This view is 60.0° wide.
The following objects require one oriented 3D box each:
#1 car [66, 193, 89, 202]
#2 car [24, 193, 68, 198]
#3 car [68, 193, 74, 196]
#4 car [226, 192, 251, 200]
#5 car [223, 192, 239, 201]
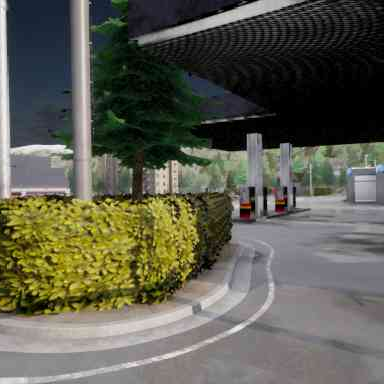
[{"bbox_3d":[-22.897,1.103,66.486,4.605,1.855,1.932,-1,1,35],"label":"car"},{"bbox_3d":[-14.773,1.183,33.589,3.866,1.878,1.905,-1,1,35],"label":"car"},{"bbox_3d":[-24.243,1.124,63.877,3.866,1.878,1.905,-1,1,35],"label":"car"},{"bbox_3d":[9.206,0.812,66.502,4.514,1.523,2.007,-1,1,35],"label":"car"},{"bbox_3d":[7.434,0.850,63.913,5.027,1.636,2.152,-1,1,35],"label":"car"}]
